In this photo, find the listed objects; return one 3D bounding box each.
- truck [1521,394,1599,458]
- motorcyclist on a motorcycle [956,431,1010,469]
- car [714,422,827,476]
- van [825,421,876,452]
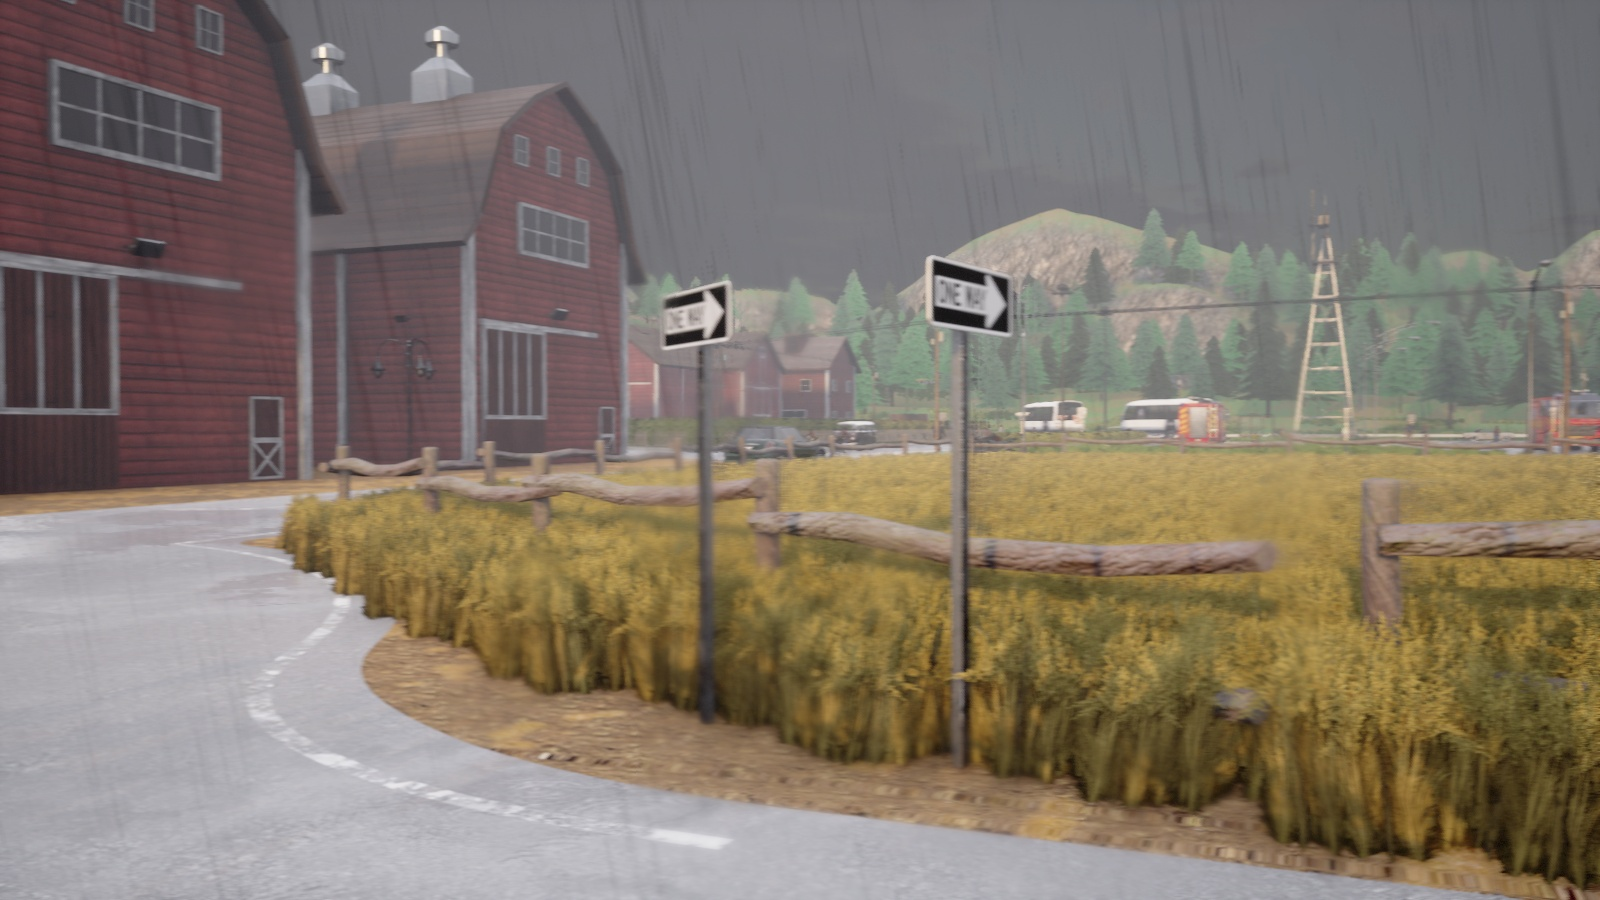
[{"bbox_3d":[47.955,-1.482,79.296,2.891,3.827,8.468,1,1,21],"label":"truck"},{"bbox_3d":[7.624,-0.017,52.343,2.191,1.530,0.866,0,2,8],"label":"motorcyclist on a motorcycle"},{"bbox_3d":[-0.957,-0.080,44.201,2.097,1.767,4.553,1,1,26],"label":"car"},{"bbox_3d":[3.462,-0.904,85.111,2.069,2.038,4.480,1,1,22],"label":"van"}]
